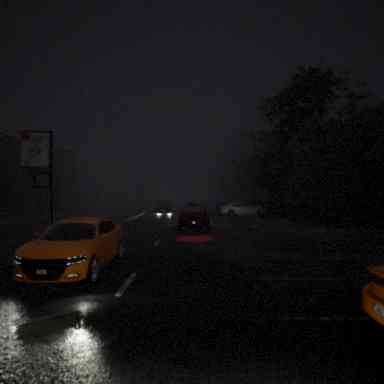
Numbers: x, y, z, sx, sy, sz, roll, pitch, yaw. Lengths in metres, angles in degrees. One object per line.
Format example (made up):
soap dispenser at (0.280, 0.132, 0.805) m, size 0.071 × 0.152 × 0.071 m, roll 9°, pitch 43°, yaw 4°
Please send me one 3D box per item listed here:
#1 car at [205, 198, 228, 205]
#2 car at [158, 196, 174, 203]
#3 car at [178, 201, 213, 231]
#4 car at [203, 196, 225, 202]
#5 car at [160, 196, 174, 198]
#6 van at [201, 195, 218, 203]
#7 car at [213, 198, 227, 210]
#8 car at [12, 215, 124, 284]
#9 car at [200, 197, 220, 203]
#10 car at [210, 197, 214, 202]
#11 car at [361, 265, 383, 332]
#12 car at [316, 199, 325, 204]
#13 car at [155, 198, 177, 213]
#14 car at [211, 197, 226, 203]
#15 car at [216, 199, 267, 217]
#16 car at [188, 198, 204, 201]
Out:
car at (5.072, 1.947, 70.325) m, size 4.674 × 1.452 × 2.002 m, roll 0°, pitch 0°, yaw 0°
car at (-7.338, 2.135, 94.583) m, size 4.553 × 1.767 × 2.185 m, roll 0°, pitch -1°, yaw 0°
car at (0.109, 1.591, 21.283) m, size 1.882 × 1.535 × 5.008 m, roll 0°, pitch 0°, yaw 0°
car at (5.143, 1.760, 67.156) m, size 4.553 × 1.767 × 2.185 m, roll 0°, pitch 0°, yaw 0°
car at (-7.530, 2.189, 91.661) m, size 5.366 × 1.575 × 1.946 m, roll 0°, pitch -1°, yaw 0°
van at (4.811, 1.957, 91.122) m, size 4.442 × 1.987 × 1.878 m, roll 0°, pitch -1°, yaw 0°
car at (5.105, 1.688, 36.271) m, size 5.008 × 1.535 × 2.097 m, roll 0°, pitch 0°, yaw 0°
car at (-3.346, 1.519, 9.898) m, size 1.882 × 1.535 × 5.008 m, roll 0°, pitch 0°, yaw 0°
car at (5.090, 2.245, 93.912) m, size 5.366 × 1.575 × 1.946 m, roll 0°, pitch -1°, yaw 0°
car at (5.099, 1.770, 42.820) m, size 4.674 × 1.452 × 2.002 m, roll 0°, pitch 0°, yaw 0°
car at (5.081, 1.493, 4.637) m, size 5.008 × 1.535 × 2.097 m, roll 0°, pitch 0°, yaw 0°
car at (22.912, 1.461, 55.549) m, size 5.008 × 1.535 × 1.882 m, roll -1°, pitch -3°, yaw 0°
car at (-3.282, 1.785, 40.919) m, size 2.033 × 1.411 × 5.357 m, roll 0°, pitch 0°, yaw 1°
car at (5.095, 1.711, 39.544) m, size 4.892 × 1.521 × 2.231 m, roll 0°, pitch 0°, yaw 0°
car at (5.096, 1.709, 33.122) m, size 4.674 × 1.452 × 2.002 m, roll 0°, pitch 0°, yaw 0°
car at (0.116, 1.737, 40.013) m, size 1.837 × 1.490 × 4.892 m, roll 0°, pitch -1°, yaw 0°
